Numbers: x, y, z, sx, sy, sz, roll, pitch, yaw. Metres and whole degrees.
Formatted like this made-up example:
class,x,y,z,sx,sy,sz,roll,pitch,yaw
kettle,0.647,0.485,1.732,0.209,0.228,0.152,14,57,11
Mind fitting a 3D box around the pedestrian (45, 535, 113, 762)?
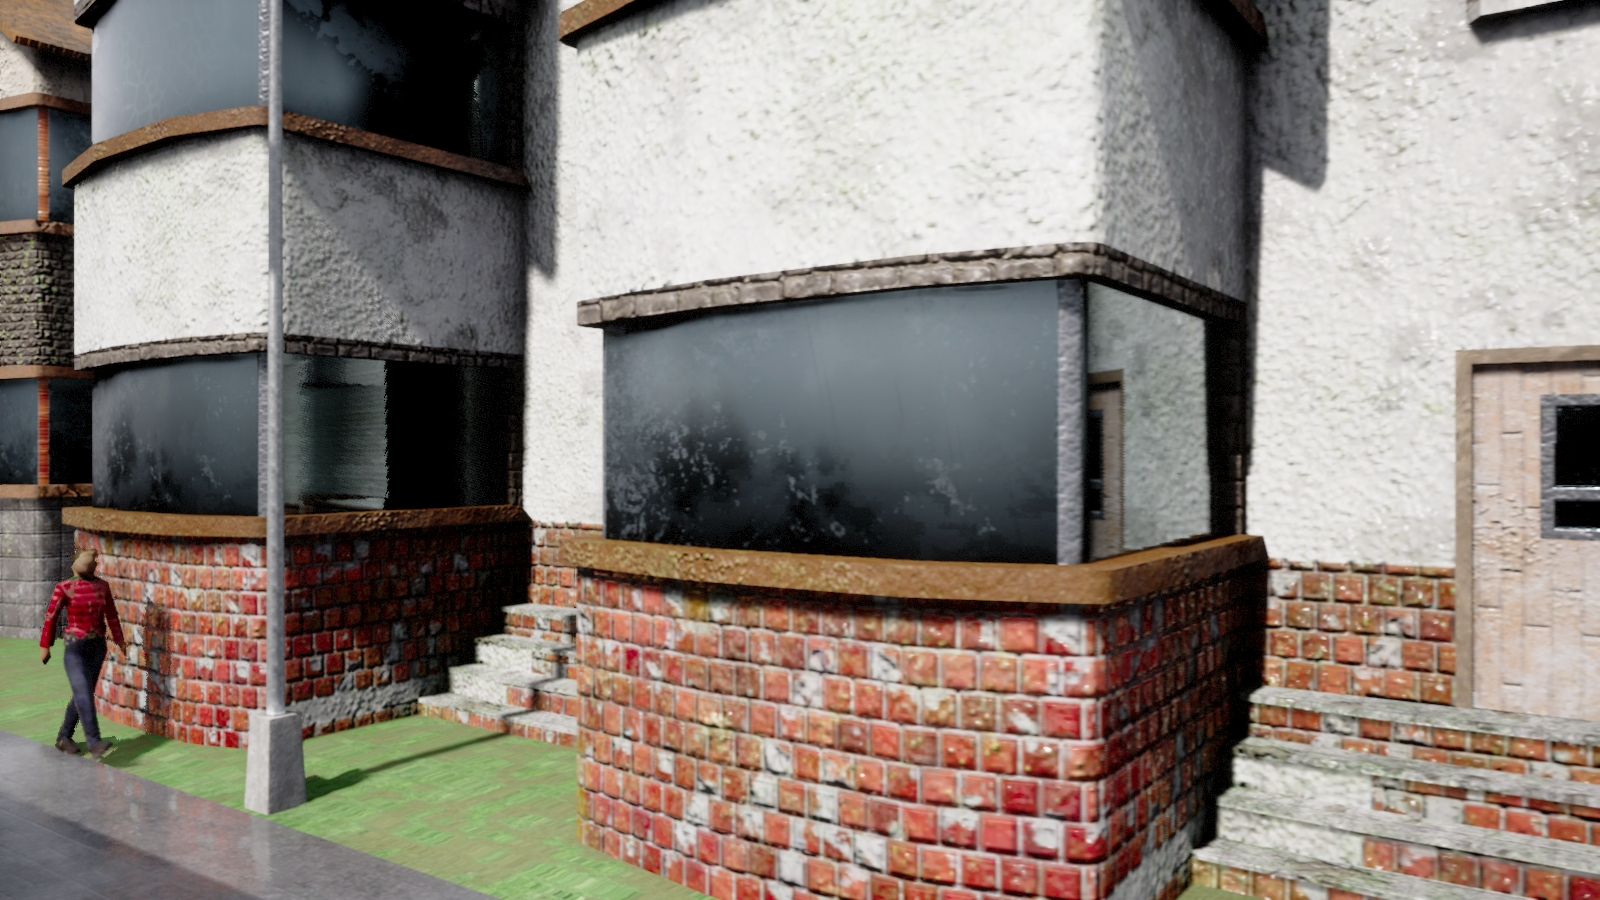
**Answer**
class,x,y,z,sx,sy,sz,roll,pitch,yaw
pedestrian,-6.203,1.685,9.831,0.375,1.860,0.375,0,0,35
